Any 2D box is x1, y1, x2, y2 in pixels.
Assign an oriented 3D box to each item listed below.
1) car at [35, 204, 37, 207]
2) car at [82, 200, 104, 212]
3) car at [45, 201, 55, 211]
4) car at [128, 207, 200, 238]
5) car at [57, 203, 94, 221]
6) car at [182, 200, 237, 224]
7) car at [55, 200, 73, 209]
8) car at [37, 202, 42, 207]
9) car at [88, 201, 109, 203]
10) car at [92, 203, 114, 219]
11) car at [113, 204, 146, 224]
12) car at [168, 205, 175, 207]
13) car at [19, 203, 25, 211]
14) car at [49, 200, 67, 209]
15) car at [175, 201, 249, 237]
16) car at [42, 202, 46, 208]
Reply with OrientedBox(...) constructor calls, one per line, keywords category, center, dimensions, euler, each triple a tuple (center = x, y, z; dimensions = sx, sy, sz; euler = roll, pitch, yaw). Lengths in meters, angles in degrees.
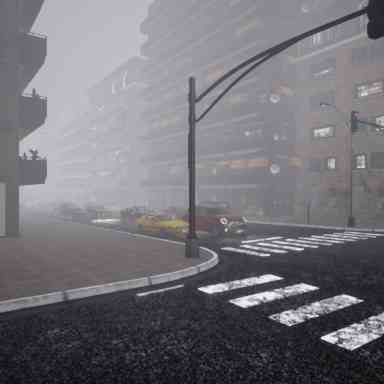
OrientedBox(category="car", center=(-38.572, 3.168, 84.565), dimensions=(1.947, 1.339, 4.313), euler=(-1, 0, -36))
OrientedBox(category="car", center=(-16.458, 2.307, 55.013), dimensions=(2.097, 1.767, 4.553), euler=(0, -1, -36))
OrientedBox(category="car", center=(-25.282, 2.755, 62.004), dimensions=(1.895, 1.301, 4.718), euler=(0, -1, -36))
OrientedBox(category="car", center=(-1.817, 1.833, 19.961), dimensions=(1.752, 1.417, 4.829), euler=(-1, 0, -36))
OrientedBox(category="car", center=(-11.925, 2.163, 33.829), dimensions=(1.887, 1.381, 4.507), euler=(-1, 0, -36))
OrientedBox(category="car", center=(1.450, 1.713, 29.643), dimensions=(2.192, 1.841, 5.009), euler=(-1, 0, -36))
OrientedBox(category="car", center=(-16.300, 2.164, 44.319), dimensions=(2.097, 1.767, 4.553), euler=(0, -1, -36))
OrientedBox(category="car", center=(-35.241, 3.049, 79.986), dimensions=(1.887, 1.381, 4.507), euler=(-1, 0, -36))
OrientedBox(category="car", center=(-13.964, 2.358, 46.473), dimensions=(2.033, 1.411, 5.357), euler=(0, -1, -36))
OrientedBox(category="car", center=(-10.304, 2.192, 36.048), dimensions=(1.994, 1.385, 4.181), euler=(0, -1, -36))
OrientedBox(category="car", center=(-4.434, 1.940, 27.972), dimensions=(2.128, 1.511, 4.902), euler=(0, -1, -36))
OrientedBox(category="car", center=(-1.880, 2.045, 34.219), dimensions=(1.887, 1.381, 4.507), euler=(-1, 0, -36))
OrientedBox(category="car", center=(-31.942, 2.770, 61.290), dimensions=(1.887, 1.381, 4.507), euler=(-1, 0, -36))
OrientedBox(category="car", center=(-28.574, 2.623, 70.833), dimensions=(2.192, 1.841, 5.009), euler=(-1, 0, -36))
OrientedBox(category="car", center=(1.286, 1.622, 20.110), dimensions=(2.097, 1.767, 4.553), euler=(0, -1, -36))
OrientedBox(category="car", center=(-31.904, 2.973, 75.409), dimensions=(1.947, 1.339, 4.313), euler=(-1, 0, -36))
